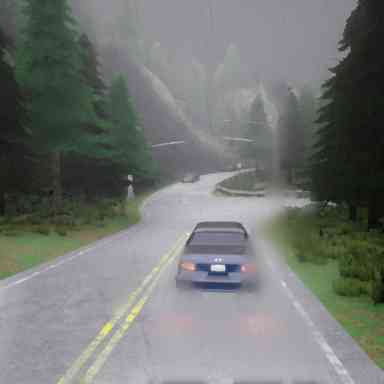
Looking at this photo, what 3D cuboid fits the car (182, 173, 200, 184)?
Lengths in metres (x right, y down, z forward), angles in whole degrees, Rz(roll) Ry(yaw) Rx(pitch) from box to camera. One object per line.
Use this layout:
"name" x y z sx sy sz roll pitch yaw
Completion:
"car" -0.189 -2.188 52.769 2.128 1.511 4.902 1 10 18

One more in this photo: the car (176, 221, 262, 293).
"car" 0.736 1.496 8.910 2.033 1.411 5.357 0 0 5

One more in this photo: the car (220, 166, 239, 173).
"car" 7.673 -4.644 67.462 4.718 1.301 1.895 -11 11 -44
